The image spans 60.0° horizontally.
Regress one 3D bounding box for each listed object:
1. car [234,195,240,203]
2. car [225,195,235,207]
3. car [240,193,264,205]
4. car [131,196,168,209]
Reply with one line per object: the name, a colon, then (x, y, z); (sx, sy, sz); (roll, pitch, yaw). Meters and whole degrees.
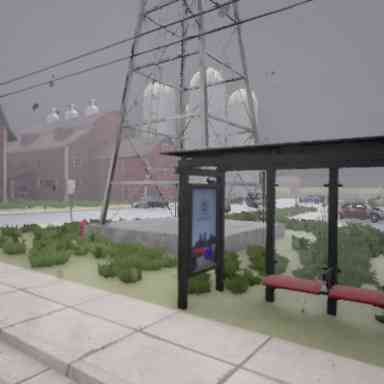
car: (6.438, 1.184, 53.392); (1.882, 1.535, 5.008); (1, 0, 34)
car: (1.620, 1.299, 32.135); (4.193, 1.474, 1.816); (1, 0, 35)
car: (8.854, 1.097, 43.526); (3.866, 1.878, 1.905); (1, 0, 35)
car: (-4.688, 1.187, 37.371); (2.128, 1.511, 4.902); (1, 1, 35)
